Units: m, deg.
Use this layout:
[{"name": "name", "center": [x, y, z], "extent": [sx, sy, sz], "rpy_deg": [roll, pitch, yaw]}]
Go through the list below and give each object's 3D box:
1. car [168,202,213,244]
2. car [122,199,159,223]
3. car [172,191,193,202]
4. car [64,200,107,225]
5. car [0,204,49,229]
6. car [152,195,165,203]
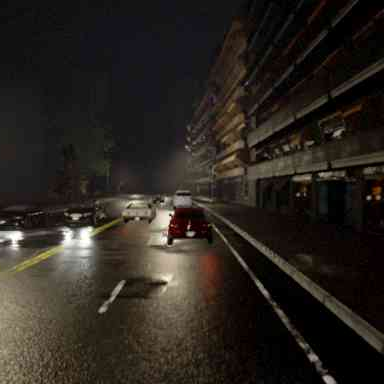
[{"name": "car", "center": [-0.106, 1.388, 14.949], "extent": [1.812, 1.442, 4.674], "rpy_deg": [0, 1, -1]}, {"name": "car", "center": [-3.583, 1.392, 23.414], "extent": [1.895, 1.301, 4.718], "rpy_deg": [0, 1, -2]}, {"name": "car", "center": [-1.097, 0.868, 39.321], "extent": [2.150, 2.045, 5.566], "rpy_deg": [0, 1, -3]}, {"name": "car", "center": [-7.011, 1.298, 22.248], "extent": [2.128, 1.511, 4.902], "rpy_deg": [0, 1, -2]}, {"name": "car", "center": [-10.184, 1.398, 19.798], "extent": [1.994, 1.385, 4.181], "rpy_deg": [0, 1, -2]}, {"name": "car", "center": [-5.326, 1.130, 53.209], "extent": [1.895, 1.301, 4.718], "rpy_deg": [0, 0, -5]}]
